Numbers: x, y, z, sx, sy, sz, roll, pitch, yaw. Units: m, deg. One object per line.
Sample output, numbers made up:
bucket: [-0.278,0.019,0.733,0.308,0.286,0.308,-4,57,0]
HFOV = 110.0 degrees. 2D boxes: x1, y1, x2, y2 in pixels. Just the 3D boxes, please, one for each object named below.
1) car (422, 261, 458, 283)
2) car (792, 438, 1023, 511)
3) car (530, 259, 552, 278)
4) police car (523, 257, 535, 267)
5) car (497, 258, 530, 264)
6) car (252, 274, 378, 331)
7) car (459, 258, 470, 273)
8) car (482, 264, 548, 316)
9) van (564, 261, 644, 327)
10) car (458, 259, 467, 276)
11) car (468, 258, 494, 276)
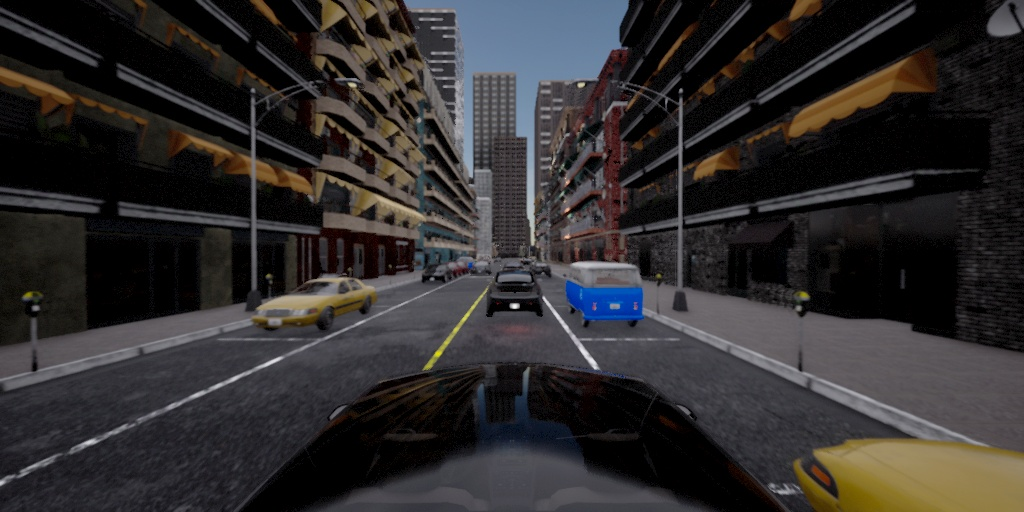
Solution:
car: [-5.695,1.279,27.766,1.948,1.339,4.313,0,0,0]
car: [2.689,1.278,0.308,1.751,1.417,4.829,0,0,0]
car: [2.685,1.257,33.278,2.007,1.370,4.403,0,0,0]
police car: [2.992,1.097,64.331,1.930,1.638,5.238,0,0,0]
car: [0.091,1.202,29.802,2.128,1.511,4.902,0,0,0]
car: [-5.694,1.261,11.027,1.751,1.417,4.829,0,0,0]
car: [-5.697,1.244,38.814,1.888,1.381,4.507,0,0,0]
car: [0.090,1.240,13.266,1.837,1.490,4.892,0,1,0]
van: [2.688,1.077,11.185,1.690,1.789,3.998,0,0,0]
car: [-5.696,1.251,33.290,1.888,1.381,4.507,0,0,0]
car: [-3.099,1.227,36.879,1.812,1.442,4.674,0,0,0]
